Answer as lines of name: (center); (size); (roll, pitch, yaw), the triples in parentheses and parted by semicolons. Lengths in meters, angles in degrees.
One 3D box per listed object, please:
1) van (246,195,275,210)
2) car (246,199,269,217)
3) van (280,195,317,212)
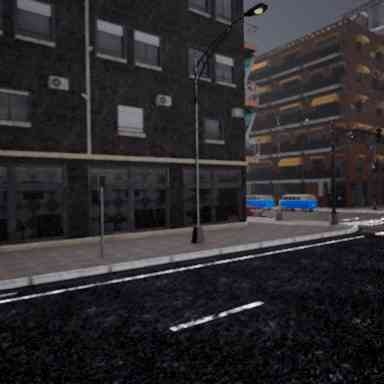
van: (8.054, 1.243, 40.228); (1.690, 1.788, 3.998); (-2, 1, -36)
car: (4.663, 1.561, 30.787); (1.802, 1.307, 4.206); (-2, 1, -36)
van: (11.383, 1.166, 35.723); (1.690, 1.788, 3.998); (-2, 1, -36)
